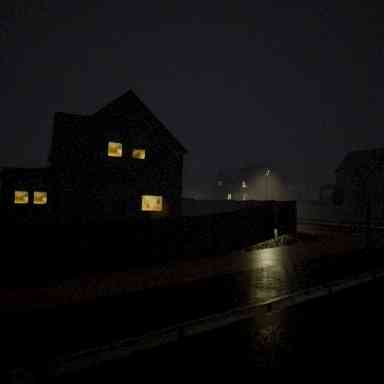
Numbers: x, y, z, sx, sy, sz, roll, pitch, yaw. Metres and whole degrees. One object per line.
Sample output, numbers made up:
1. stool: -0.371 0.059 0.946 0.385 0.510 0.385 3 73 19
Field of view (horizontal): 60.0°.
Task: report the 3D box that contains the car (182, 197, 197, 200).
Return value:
1. car: -0.421 1.693 40.180 2.150 2.045 5.566 3 -2 -22
